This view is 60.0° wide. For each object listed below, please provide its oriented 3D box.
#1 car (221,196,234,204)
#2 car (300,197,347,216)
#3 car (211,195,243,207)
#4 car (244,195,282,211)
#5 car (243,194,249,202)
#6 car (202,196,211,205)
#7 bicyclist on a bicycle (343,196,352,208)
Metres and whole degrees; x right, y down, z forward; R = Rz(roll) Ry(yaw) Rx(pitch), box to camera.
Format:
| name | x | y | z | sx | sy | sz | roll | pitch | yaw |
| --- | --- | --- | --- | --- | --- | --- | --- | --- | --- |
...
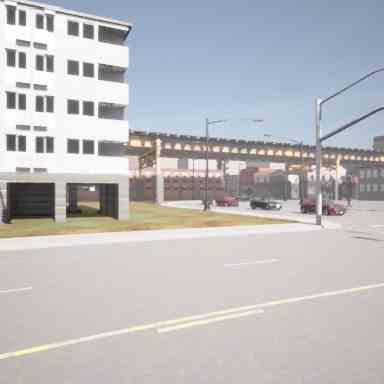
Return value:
| name | x | y | z | sx | sy | sz | roll | pitch | yaw |
| --- | --- | --- | --- | --- | --- | --- | --- | --- | --- |
| car | 7.163 | 1.487 | 66.743 | 2.128 | 1.511 | 4.902 | 0 | 0 | 14 |
| car | 13.001 | 1.349 | 33.089 | 2.097 | 1.767 | 4.553 | 0 | 0 | -25 |
| car | 5.219 | 1.474 | 50.086 | 1.882 | 1.535 | 5.008 | 0 | 0 | -22 |
| car | 9.116 | 1.488 | 41.354 | 2.128 | 1.511 | 4.902 | 0 | 0 | -25 |
| car | 11.672 | 1.520 | 75.707 | 2.128 | 1.511 | 4.902 | 0 | 0 | 41 |
| car | 2.746 | 1.501 | 59.893 | 1.837 | 1.490 | 4.892 | 0 | 0 | -1 |
| bicyclist on a bicycle | 20.303 | 1.298 | 43.336 | 1.656 | 1.620 | 0.582 | 0 | 0 | -25 |
